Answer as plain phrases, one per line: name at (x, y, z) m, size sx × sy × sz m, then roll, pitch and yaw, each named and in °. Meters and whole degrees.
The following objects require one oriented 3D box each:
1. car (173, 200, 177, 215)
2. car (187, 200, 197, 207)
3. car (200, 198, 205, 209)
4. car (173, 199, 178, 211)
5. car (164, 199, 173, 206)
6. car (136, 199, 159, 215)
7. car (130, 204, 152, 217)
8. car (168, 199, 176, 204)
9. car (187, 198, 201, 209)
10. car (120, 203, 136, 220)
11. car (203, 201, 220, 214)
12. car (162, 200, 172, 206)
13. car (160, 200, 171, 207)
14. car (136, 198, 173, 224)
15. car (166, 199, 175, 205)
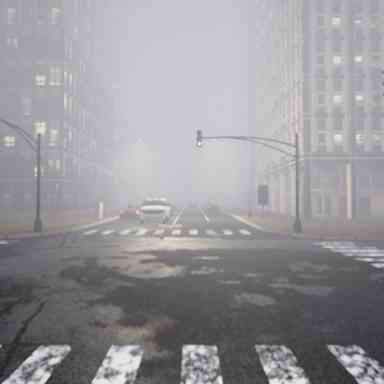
car at (-3.095, 2.007, 38.489) m, size 1.812 × 1.442 × 4.674 m, roll 0°, pitch -1°, yaw 0°
car at (0.081, 2.427, 69.218) m, size 1.994 × 1.385 × 4.181 m, roll 0°, pitch -1°, yaw 0°
car at (2.708, 2.207, 54.538) m, size 1.752 × 1.417 × 4.829 m, roll 1°, pitch -1°, yaw 0°
car at (-3.092, 2.171, 48.530) m, size 1.994 × 1.385 × 4.181 m, roll 0°, pitch -1°, yaw 0°
car at (-5.671, 2.572, 82.174) m, size 1.887 × 1.381 × 4.507 m, roll 1°, pitch -1°, yaw 0°
car at (-5.669, 1.855, 43.154) m, size 2.192 × 1.841 × 5.009 m, roll 1°, pitch -1°, yaw 0°
car at (-5.675, 2.052, 37.576) m, size 1.802 × 1.307 × 4.206 m, roll 1°, pitch -1°, yaw 0°
car at (-5.671, 2.734, 93.324) m, size 1.947 × 1.339 × 4.313 m, roll 1°, pitch -1°, yaw 0°
car at (0.101, 2.283, 58.866) m, size 2.033 × 1.411 × 5.357 m, roll 0°, pitch -1°, yaw 0°
car at (-5.672, 1.841, 32.003) m, size 1.967 × 1.590 × 4.097 m, roll 1°, pitch -1°, yaw 0°
car at (2.706, 2.122, 43.212) m, size 1.802 × 1.307 × 4.206 m, roll 1°, pitch -1°, yaw 0°
car at (-5.671, 2.509, 76.599) m, size 2.008 × 1.369 × 4.403 m, roll 1°, pitch -1°, yaw 0°
car at (-5.672, 2.433, 71.025) m, size 1.887 × 1.381 × 4.507 m, roll 1°, pitch -1°, yaw 0°
car at (-3.095, 1.579, 28.571) m, size 2.150 × 2.045 × 5.566 m, roll 0°, pitch -1°, yaw 0°
car at (-5.671, 2.649, 87.749) m, size 2.008 × 1.369 × 4.403 m, roll 1°, pitch -1°, yaw 0°
